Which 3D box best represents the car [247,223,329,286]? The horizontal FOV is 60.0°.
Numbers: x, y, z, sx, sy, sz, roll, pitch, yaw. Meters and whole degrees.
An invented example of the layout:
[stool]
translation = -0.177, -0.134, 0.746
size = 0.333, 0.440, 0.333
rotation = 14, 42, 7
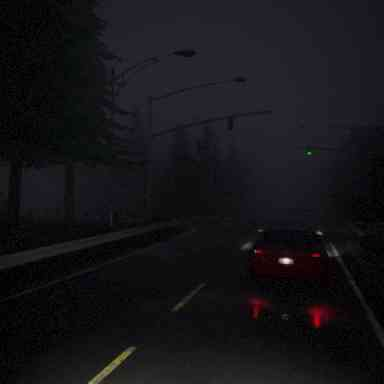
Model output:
[car]
translation = 2.828, 1.599, 9.723
size = 1.994, 1.385, 4.181
rotation = 0, 0, 18
